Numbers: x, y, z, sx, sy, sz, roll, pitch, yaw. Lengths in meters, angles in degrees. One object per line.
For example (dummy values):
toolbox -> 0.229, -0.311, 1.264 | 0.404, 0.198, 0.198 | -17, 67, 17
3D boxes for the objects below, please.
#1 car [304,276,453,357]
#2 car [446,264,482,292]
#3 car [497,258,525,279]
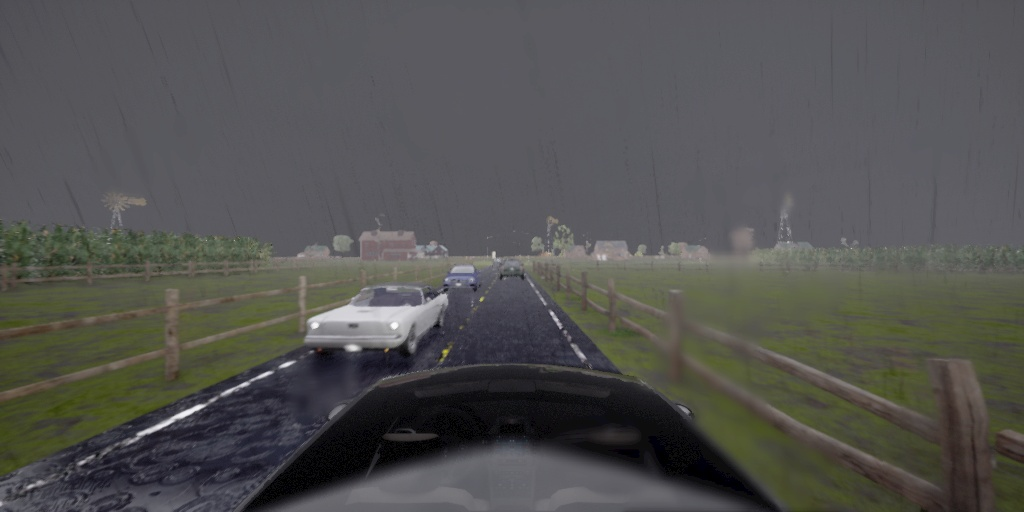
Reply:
car -> -2.849, 1.340, 8.637 | 1.895, 1.301, 4.718 | 0, 0, 0
car -> -2.835, 1.245, 21.404 | 1.812, 1.442, 4.674 | 0, 0, 0
car -> 0.010, 1.054, 31.379 | 2.097, 1.767, 4.553 | 0, 0, 0
